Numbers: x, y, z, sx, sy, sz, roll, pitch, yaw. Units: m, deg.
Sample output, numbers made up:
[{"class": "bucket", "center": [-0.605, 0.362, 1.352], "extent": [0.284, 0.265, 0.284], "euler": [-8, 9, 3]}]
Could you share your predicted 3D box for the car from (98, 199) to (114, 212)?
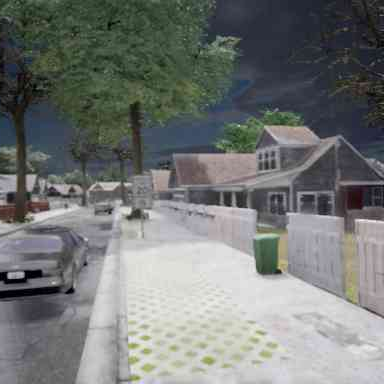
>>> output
[{"class": "car", "center": [-12.594, 1.909, 48.797], "extent": [2.097, 1.767, 4.553], "euler": [-1, -1, -12]}]

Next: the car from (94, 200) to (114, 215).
[{"class": "car", "center": [-10.431, 1.891, 39.132], "extent": [2.128, 1.511, 4.902], "euler": [-1, -1, -12]}]

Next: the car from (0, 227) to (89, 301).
[{"class": "car", "center": [-3.846, 1.634, 8.716], "extent": [2.033, 1.411, 5.357], "euler": [-1, 0, -12]}]
